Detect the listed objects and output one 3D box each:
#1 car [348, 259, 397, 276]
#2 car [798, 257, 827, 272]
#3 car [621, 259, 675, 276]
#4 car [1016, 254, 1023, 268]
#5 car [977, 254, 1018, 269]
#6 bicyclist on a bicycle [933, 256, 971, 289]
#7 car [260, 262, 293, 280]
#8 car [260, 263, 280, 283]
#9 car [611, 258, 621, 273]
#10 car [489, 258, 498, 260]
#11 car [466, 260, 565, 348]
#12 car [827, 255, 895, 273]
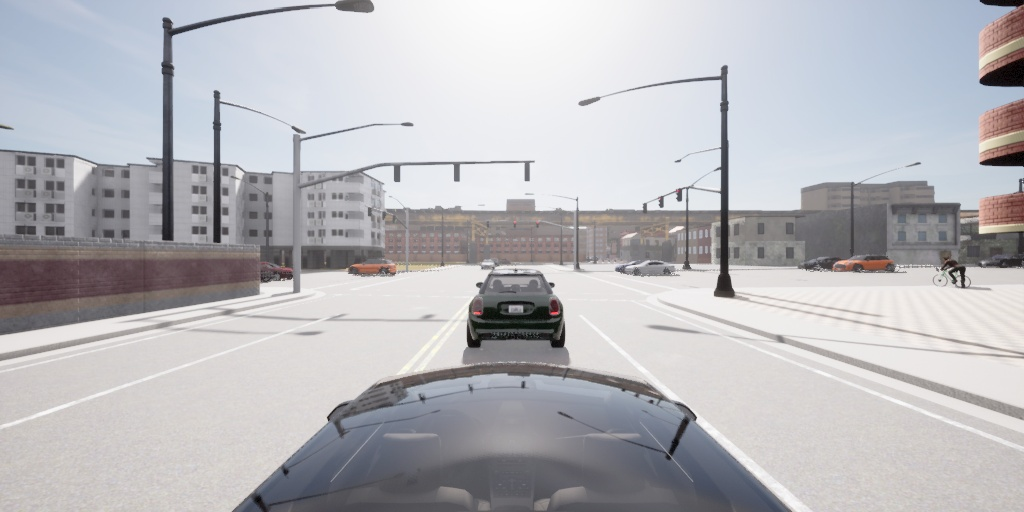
[{"bbox_3d":[-14.150,1.100,36.377,4.553,1.767,2.097,0,0,4],"label":"car"},{"bbox_3d":[33.376,0.872,38.284,4.892,1.490,1.837,-1,0,1],"label":"car"},{"bbox_3d":[13.538,1.189,35.227,4.674,1.442,1.812,-1,0,1],"label":"car"},{"bbox_3d":[52.181,0.703,34.289,4.718,1.301,1.895,-1,0,1],"label":"car"},{"bbox_3d":[52.284,0.556,37.788,4.902,1.511,2.128,-1,0,1],"label":"car"},{"bbox_3d":[22.671,0.843,18.521,0.582,1.620,1.656,-1,0,1],"label":"bicyclist on a bicycle"},{"bbox_3d":[-20.267,1.227,29.325,5.008,1.535,1.882,1,0,1],"label":"car"},{"bbox_3d":[-19.860,1.350,25.856,4.718,1.301,1.895,0,0,1],"label":"car"},{"bbox_3d":[13.516,1.191,38.709,4.674,1.442,1.812,-1,0,2],"label":"car"},{"bbox_3d":[-3.527,1.275,52.866,1.812,1.442,4.674,0,0,0],"label":"car"},{"bbox_3d":[0.091,1.102,9.431,2.097,1.767,4.553,0,0,0],"label":"car"},{"bbox_3d":[34.031,0.707,34.769,4.553,1.767,2.097,-1,0,1],"label":"car"}]
